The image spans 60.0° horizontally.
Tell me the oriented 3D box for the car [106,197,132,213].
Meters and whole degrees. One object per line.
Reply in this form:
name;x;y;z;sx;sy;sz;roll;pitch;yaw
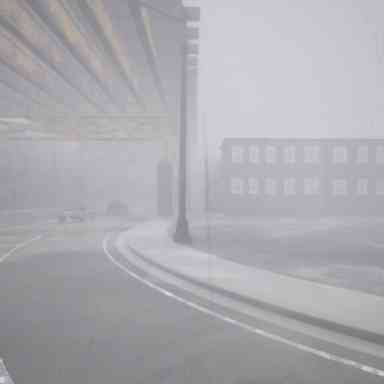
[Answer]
car;-9.422;1.796;42.306;1.882;1.535;5.008;0;-1;1

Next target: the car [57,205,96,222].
car;-9.641;1.785;28.213;1.895;1.301;4.718;1;-1;0
